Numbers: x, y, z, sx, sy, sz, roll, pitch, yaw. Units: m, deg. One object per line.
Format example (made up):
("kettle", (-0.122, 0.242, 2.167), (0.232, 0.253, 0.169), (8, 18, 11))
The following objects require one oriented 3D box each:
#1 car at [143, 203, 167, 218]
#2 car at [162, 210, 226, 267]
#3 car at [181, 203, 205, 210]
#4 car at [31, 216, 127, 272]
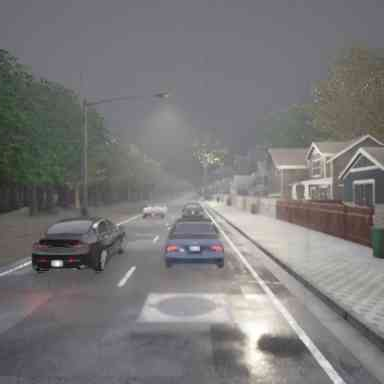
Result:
("car", (-3.413, 1.710, 31.514), (1.895, 1.301, 4.718), (0, 0, 0))
("car", (0.082, 1.591, 11.538), (2.033, 1.411, 5.357), (0, 0, 0))
("car", (0.085, 1.646, 28.114), (2.033, 1.411, 5.357), (0, 0, 0))
("car", (-3.417, 1.548, 10.861), (1.837, 1.490, 4.892), (0, 0, 0))
